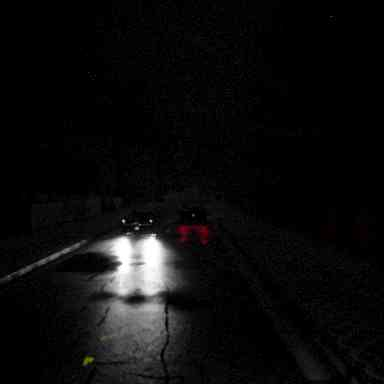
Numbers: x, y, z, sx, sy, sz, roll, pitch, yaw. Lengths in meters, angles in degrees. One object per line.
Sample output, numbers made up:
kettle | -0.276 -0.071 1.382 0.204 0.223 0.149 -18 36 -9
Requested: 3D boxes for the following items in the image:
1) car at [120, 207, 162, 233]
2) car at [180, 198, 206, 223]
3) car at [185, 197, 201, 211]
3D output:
car | -2.856 1.593 19.504 1.895 1.301 4.718 0 0 0
car | 0.093 1.469 25.599 1.882 1.535 5.008 0 0 0
car | 0.087 1.436 41.561 1.882 1.535 5.008 0 0 0
